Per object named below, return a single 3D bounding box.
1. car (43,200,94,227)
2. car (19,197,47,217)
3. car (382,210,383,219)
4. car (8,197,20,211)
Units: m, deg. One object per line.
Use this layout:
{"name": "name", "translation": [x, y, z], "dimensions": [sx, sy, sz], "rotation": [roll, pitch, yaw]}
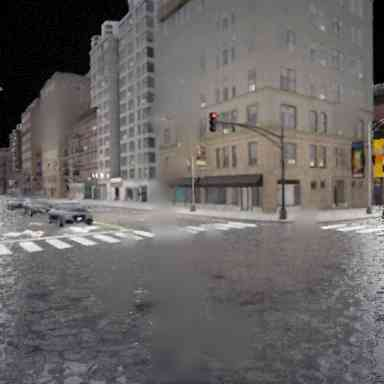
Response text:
{"name": "car", "translation": [-7.829, 1.393, 21.325], "dimensions": [1.994, 1.385, 4.181], "rotation": [-1, 1, -36]}
{"name": "car", "translation": [-13.629, 1.297, 29.415], "dimensions": [1.837, 1.490, 4.892], "rotation": [-1, 1, -36]}
{"name": "car", "translation": [14.433, 1.202, 21.954], "dimensions": [4.902, 1.511, 2.128], "rotation": [-1, 1, -35]}
{"name": "car", "translation": [-19.661, 1.316, 37.847], "dimensions": [1.994, 1.385, 4.181], "rotation": [-1, 1, -36]}
